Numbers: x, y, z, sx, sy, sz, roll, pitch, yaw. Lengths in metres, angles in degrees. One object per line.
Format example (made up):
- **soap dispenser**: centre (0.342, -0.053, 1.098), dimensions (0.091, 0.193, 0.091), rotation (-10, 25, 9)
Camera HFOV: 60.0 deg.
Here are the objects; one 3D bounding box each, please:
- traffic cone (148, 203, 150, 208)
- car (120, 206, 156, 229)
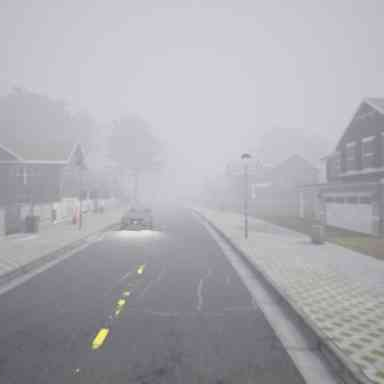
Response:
- **traffic cone**: centre (-6.039, 2.067, 44.528), dimensions (0.340, 0.580, 0.340), rotation (0, 0, -8)
- **car**: centre (-3.399, 1.594, 21.560), dimensions (1.994, 1.385, 4.181), rotation (0, 0, -3)
